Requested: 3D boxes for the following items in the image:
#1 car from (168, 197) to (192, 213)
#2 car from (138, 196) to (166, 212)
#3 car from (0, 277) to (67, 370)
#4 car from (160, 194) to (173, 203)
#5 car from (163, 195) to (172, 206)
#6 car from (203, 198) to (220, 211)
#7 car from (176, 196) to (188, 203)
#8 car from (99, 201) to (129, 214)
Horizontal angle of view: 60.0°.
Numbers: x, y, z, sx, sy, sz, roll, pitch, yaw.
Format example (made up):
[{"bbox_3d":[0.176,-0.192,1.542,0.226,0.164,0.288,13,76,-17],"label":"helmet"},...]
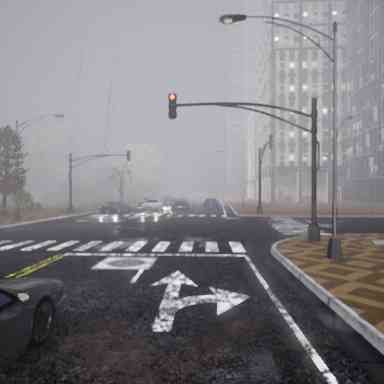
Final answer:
[{"bbox_3d":[-1.129,1.539,37.268,1.994,1.385,4.181,0,0,5],"label":"car"},{"bbox_3d":[-4.516,1.499,38.033,1.812,1.442,4.674,0,0,4],"label":"car"},{"bbox_3d":[-3.087,1.545,3.232,2.033,1.411,5.357,0,0,1],"label":"car"},{"bbox_3d":[-5.210,1.318,68.648,2.097,1.767,4.553,0,0,5],"label":"car"},{"bbox_3d":[-3.394,1.460,51.982,2.128,1.511,4.902,0,0,5],"label":"car"},{"bbox_3d":[2.355,1.452,40.024,1.882,1.535,5.008,0,0,5],"label":"car"},{"bbox_3d":[-2.046,1.569,67.475,1.895,1.301,4.718,0,0,5],"label":"car"},{"bbox_3d":[-8.068,1.575,34.655,1.895,1.301,4.718,0,0,5],"label":"car"}]
